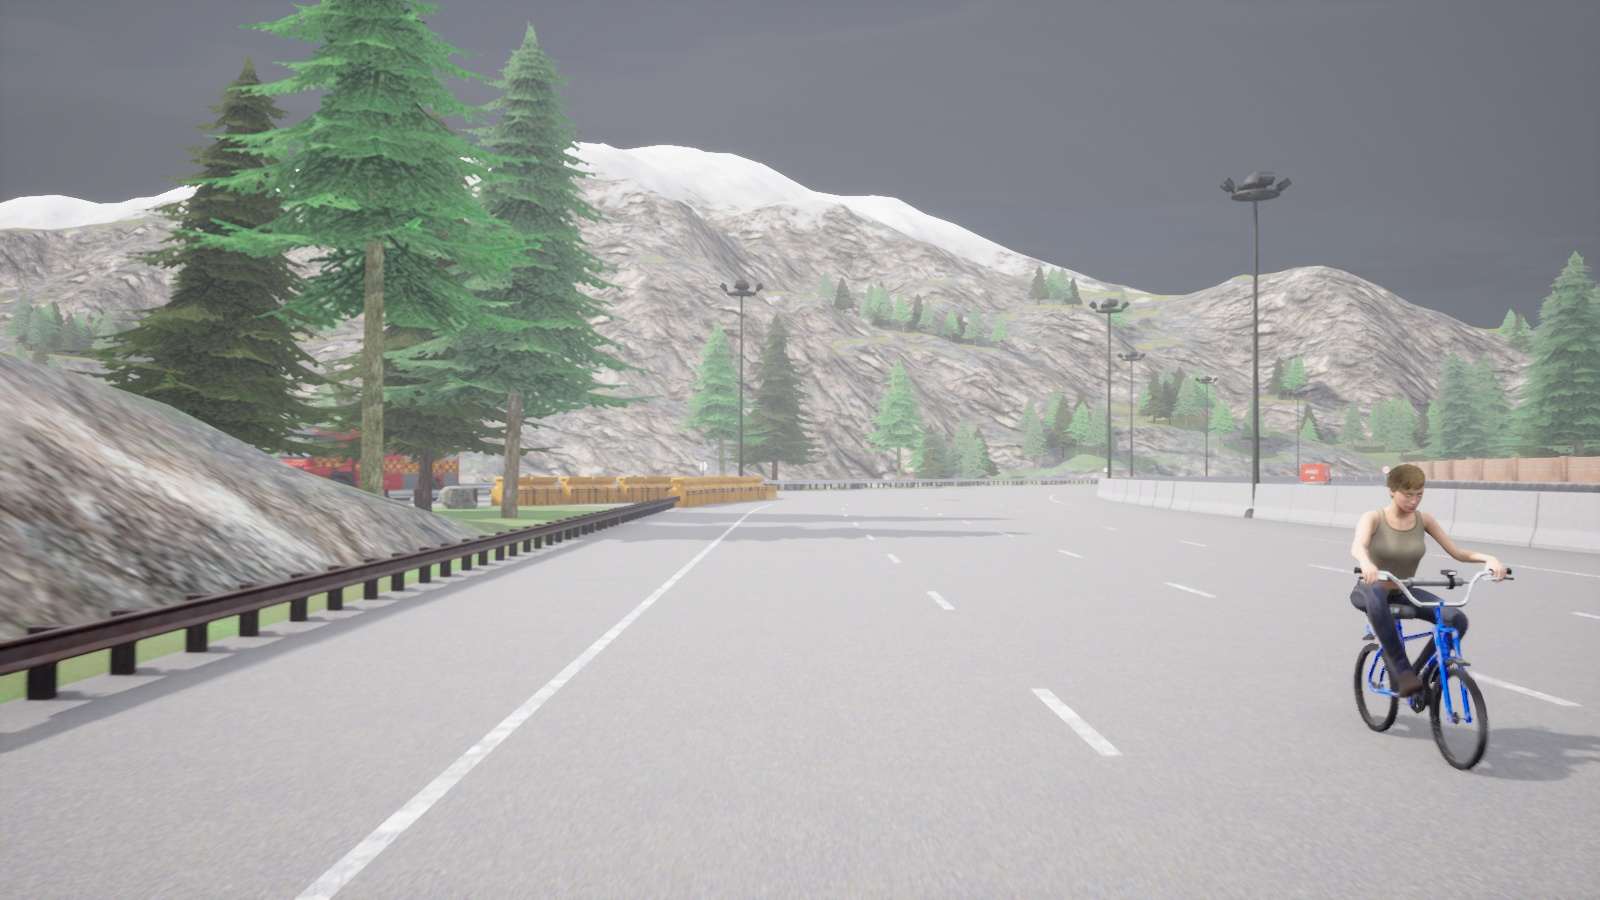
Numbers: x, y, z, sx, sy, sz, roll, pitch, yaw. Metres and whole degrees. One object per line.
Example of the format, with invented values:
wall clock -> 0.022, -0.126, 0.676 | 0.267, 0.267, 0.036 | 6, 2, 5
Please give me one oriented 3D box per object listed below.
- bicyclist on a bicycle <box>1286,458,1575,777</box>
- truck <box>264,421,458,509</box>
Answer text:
bicyclist on a bicycle -> 3.486, 0.857, 7.117 | 0.866, 1.612, 1.509 | 0, -1, 0
truck -> -20.501, 0.724, 59.209 | 2.891, 3.827, 8.468 | -1, -1, 36
